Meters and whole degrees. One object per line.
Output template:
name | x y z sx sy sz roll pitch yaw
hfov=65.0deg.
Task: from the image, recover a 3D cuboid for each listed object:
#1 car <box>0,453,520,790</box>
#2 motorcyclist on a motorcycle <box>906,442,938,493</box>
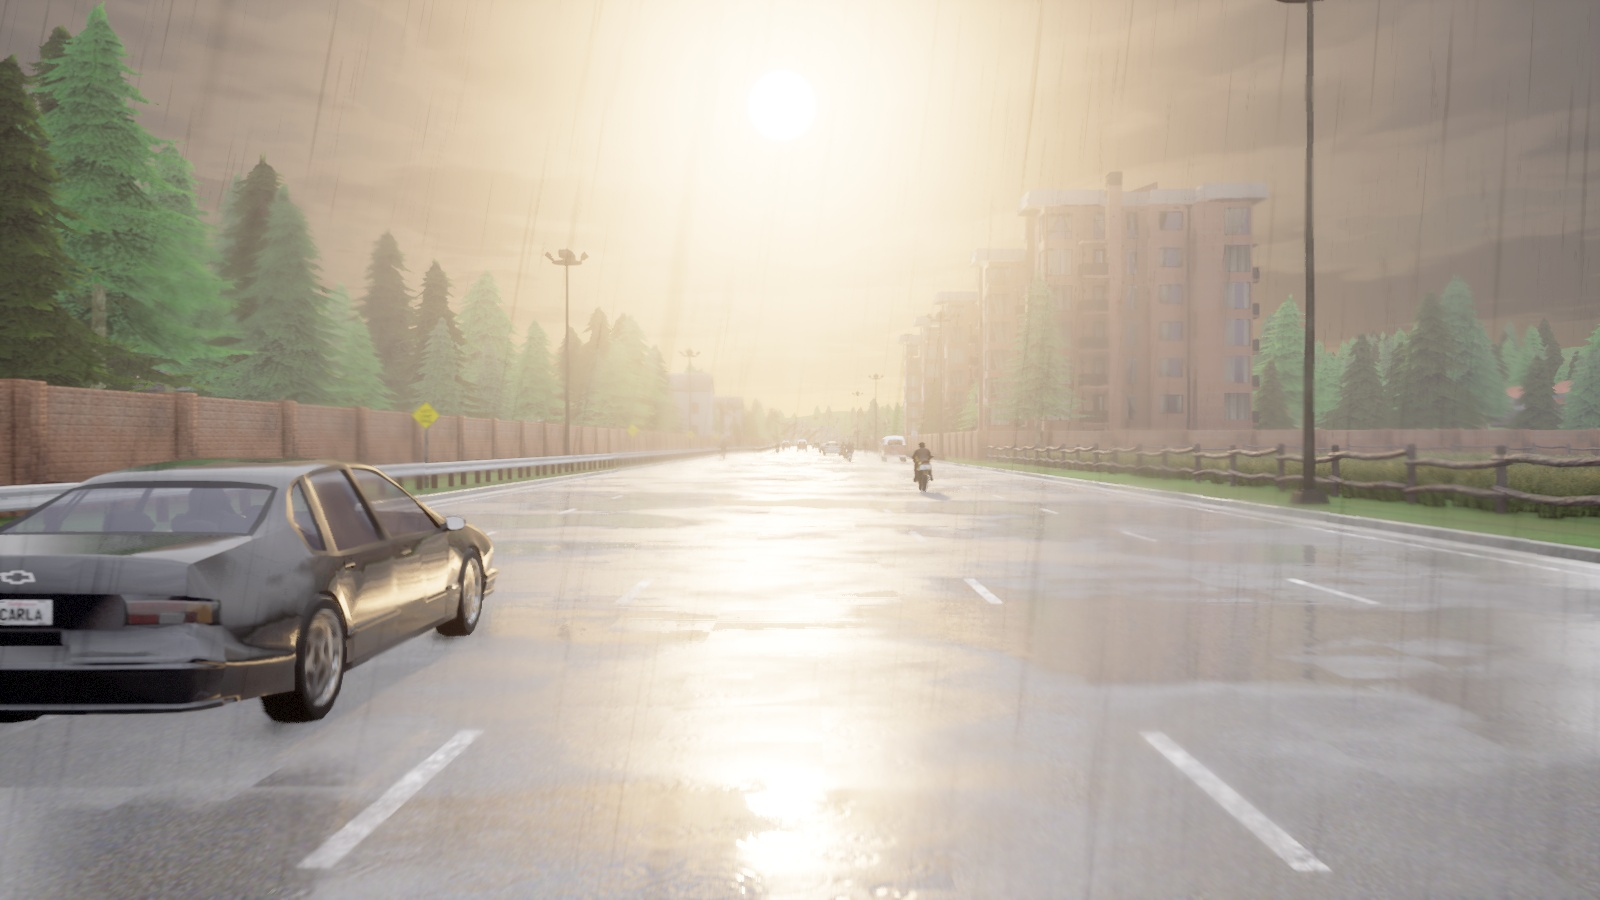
car | -3.439 0.745 8.104 2.033 1.411 5.357 0 0 0
motorcyclist on a motorcycle | 3.734 0.515 38.468 0.797 1.523 2.044 0 0 0
